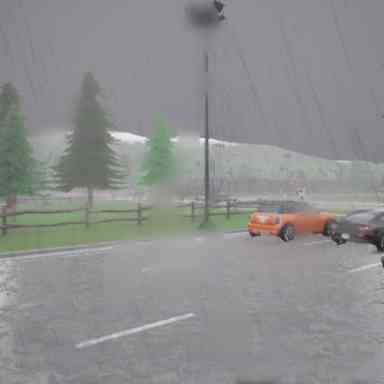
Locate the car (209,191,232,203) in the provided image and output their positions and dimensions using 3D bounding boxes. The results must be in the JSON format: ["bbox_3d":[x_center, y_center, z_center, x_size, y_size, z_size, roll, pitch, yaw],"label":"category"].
[{"bbox_3d":[4.737,0.919,60.185,2.150,2.045,5.566,-1,0,-35],"label":"car"}]

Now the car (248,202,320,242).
[{"bbox_3d":[4.852,1.249,15.878,4.553,1.767,2.097,0,0,-35],"label":"car"}]

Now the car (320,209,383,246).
[{"bbox_3d":[7.495,1.417,13.456,4.674,1.442,1.812,-1,0,-35],"label":"car"}]

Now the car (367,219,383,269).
[{"bbox_3d":[7.201,1.462,8.982,5.357,1.411,2.033,-1,0,-35],"label":"car"}]
